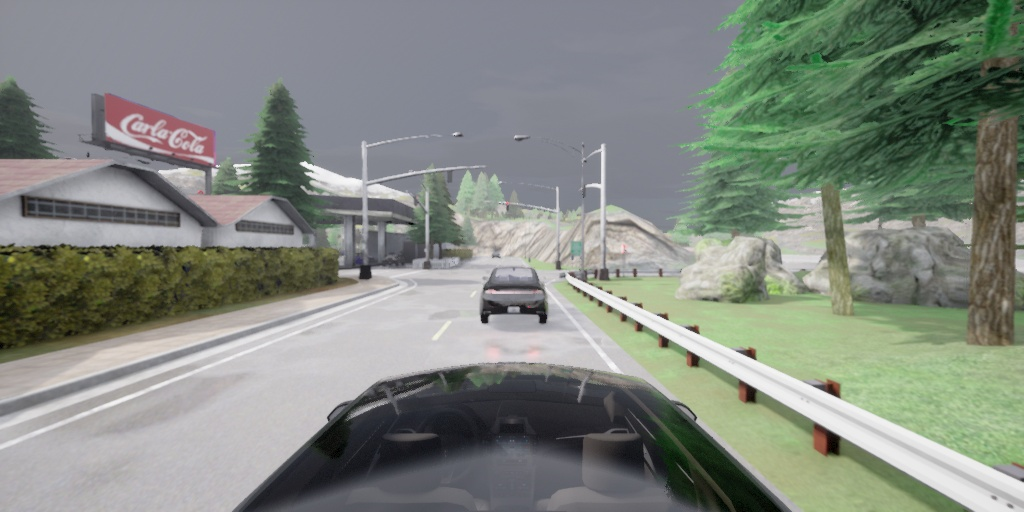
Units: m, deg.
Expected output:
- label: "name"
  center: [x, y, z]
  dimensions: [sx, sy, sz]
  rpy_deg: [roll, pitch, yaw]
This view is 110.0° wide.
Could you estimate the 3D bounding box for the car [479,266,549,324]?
- label: "car"
  center: [0.063, 1.065, 11.211]
  dimensions: [2.128, 1.511, 4.902]
  rpy_deg: [0, 1, 0]
